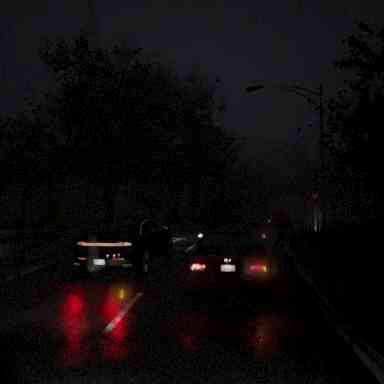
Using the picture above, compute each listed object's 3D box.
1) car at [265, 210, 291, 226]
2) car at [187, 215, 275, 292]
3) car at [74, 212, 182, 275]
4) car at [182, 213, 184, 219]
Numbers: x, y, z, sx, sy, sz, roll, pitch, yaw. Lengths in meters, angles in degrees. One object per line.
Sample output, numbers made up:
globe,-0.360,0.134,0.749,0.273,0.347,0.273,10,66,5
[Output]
car,8.627,2.628,33.745,1.837,1.490,4.892,-1,-4,31
car,1.059,1.549,9.059,2.033,1.411,5.357,-1,0,8
car,-1.916,1.525,10.626,2.128,1.511,4.902,-1,0,9
car,-3.505,4.554,65.198,5.008,1.535,1.882,-1,-4,14
